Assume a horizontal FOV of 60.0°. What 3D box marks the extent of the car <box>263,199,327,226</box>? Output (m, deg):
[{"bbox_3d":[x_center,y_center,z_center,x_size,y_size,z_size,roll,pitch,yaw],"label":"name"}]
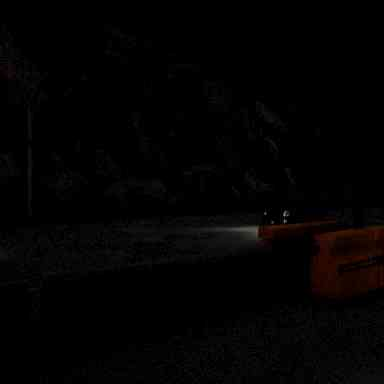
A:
[{"bbox_3d":[6.742,1.297,21.672,4.553,1.767,2.097,0,0,-35],"label":"car"}]
